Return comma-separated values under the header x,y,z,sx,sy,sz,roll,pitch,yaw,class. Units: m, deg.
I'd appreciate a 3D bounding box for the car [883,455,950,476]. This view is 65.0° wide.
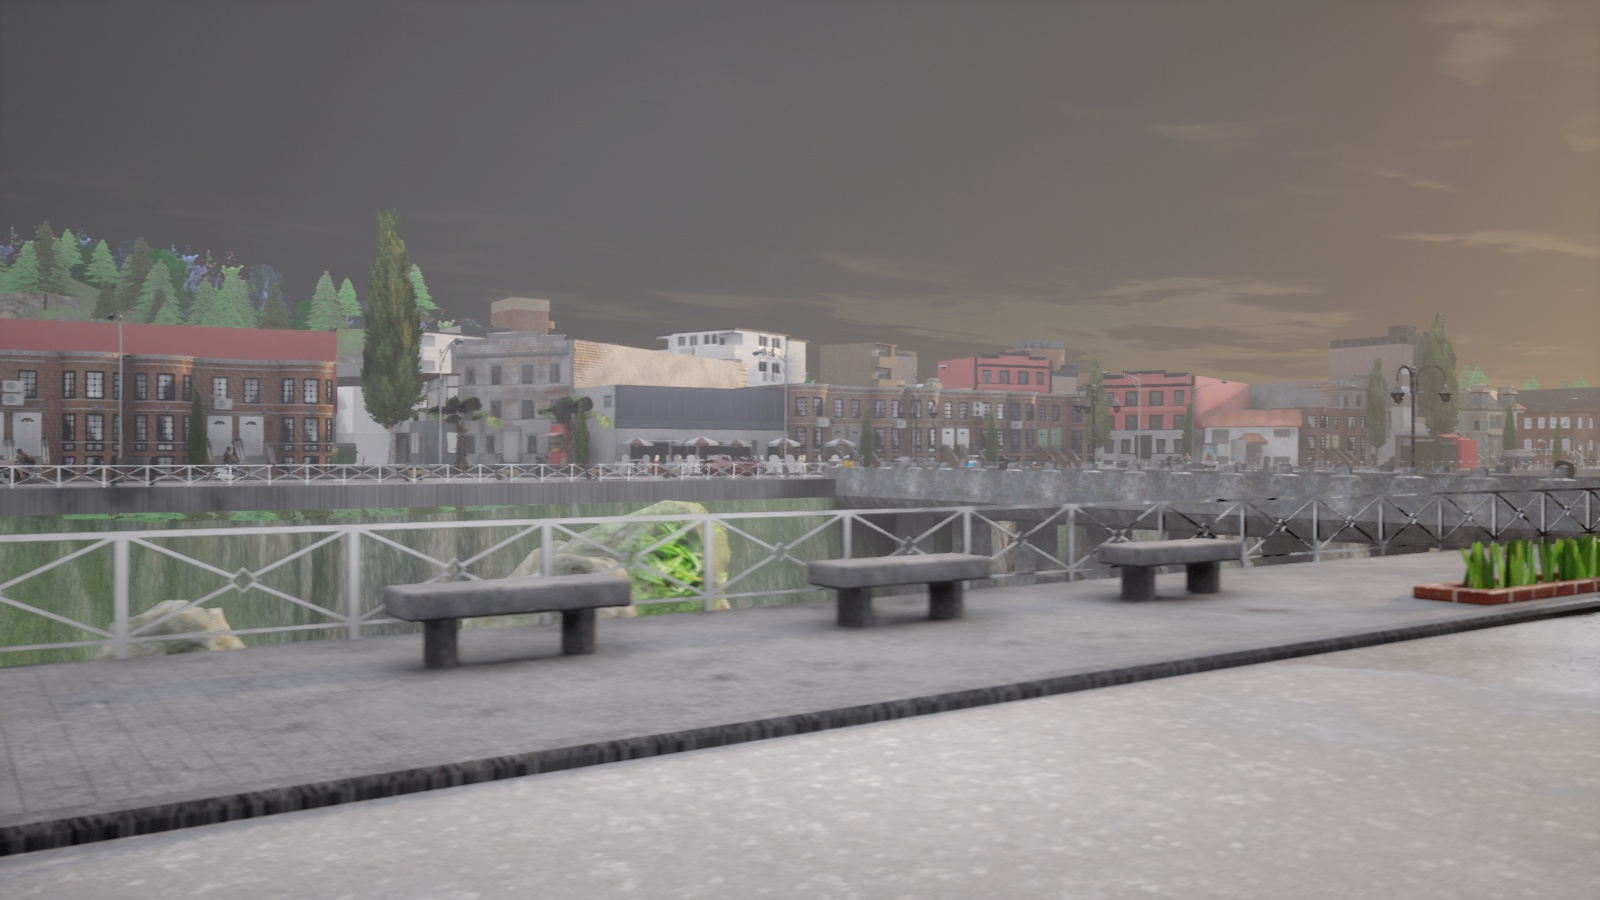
x,y,z,sx,sy,sz,roll,pitch,yaw,class
7.846,1.002,84.807,4.181,1.385,1.994,0,0,-34,car

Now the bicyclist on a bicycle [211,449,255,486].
x,y,z,sx,sy,sz,roll,pitch,yaw,class
-27.263,0.823,60.404,1.843,1.776,0.659,0,0,-35,bicyclist on a bicycle

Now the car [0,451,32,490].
x,y,z,sx,sy,sz,roll,pitch,yaw,class
-36.100,0.886,54.261,4.856,1.649,2.033,0,0,-35,car

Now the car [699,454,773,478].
x,y,z,sx,sy,sz,roll,pitch,yaw,class
-3.901,0.956,76.641,4.193,1.474,1.816,0,0,-35,car
